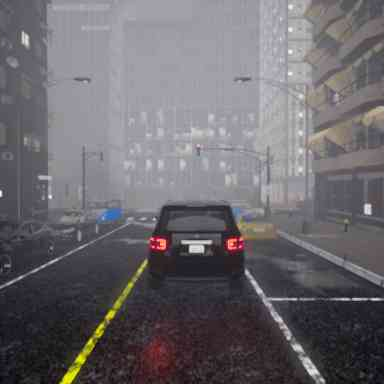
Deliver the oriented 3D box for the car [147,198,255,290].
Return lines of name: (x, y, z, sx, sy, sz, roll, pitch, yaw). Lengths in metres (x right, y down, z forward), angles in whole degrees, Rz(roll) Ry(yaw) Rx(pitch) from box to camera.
car: (0.107, 1.211, 9.230, 2.150, 2.045, 5.566, 0, 0, 0)

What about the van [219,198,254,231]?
van: (2.742, 1.318, 21.179, 1.690, 1.788, 3.998, -1, 0, 0)

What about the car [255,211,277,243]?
car: (2.728, 1.508, 15.748, 1.752, 1.417, 4.829, -1, 0, 0)

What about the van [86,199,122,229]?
van: (-5.638, 1.318, 21.234, 1.690, 1.788, 3.998, -1, 0, 0)

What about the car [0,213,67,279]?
car: (-5.669, 1.555, 10.030, 1.947, 1.339, 4.313, -1, 0, 0)

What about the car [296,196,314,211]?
car: (15.362, 1.302, 40.471, 5.009, 1.841, 2.192, 0, 1, 1)

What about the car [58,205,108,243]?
car: (-5.653, 1.534, 15.632, 2.008, 1.369, 4.403, -1, 0, 0)

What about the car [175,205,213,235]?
car: (0.126, 1.543, 19.525, 1.994, 1.385, 4.181, 0, 0, 1)
